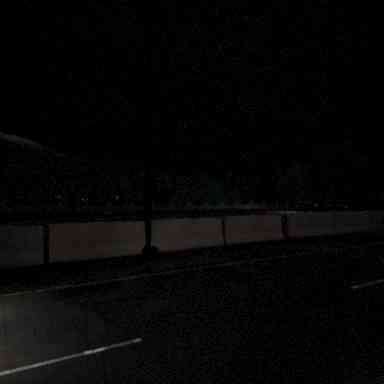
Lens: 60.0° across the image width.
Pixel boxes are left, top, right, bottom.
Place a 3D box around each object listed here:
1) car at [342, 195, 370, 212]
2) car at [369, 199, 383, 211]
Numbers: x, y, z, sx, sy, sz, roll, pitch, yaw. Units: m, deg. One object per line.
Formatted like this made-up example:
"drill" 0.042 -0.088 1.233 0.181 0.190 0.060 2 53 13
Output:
"car" 20.305 1.409 40.122 5.566 2.045 2.150 1 0 -31
"car" 22.243 1.759 37.201 4.181 1.385 1.994 1 0 -31
